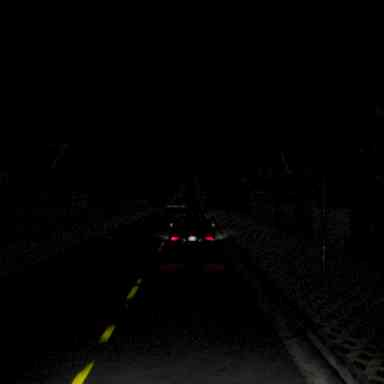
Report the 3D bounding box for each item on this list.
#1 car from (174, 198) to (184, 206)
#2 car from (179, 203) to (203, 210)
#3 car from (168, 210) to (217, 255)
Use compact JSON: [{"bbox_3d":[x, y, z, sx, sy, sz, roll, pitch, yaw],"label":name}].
[{"bbox_3d":[-2.697,2.073,71.604,2.097,1.767,4.553,0,0,0],"label":"car"},{"bbox_3d":[0.024,1.904,29.094,1.895,1.301,4.718,0,-1,0],"label":"car"},{"bbox_3d":[0.012,1.683,13.957,2.033,1.411,5.357,0,-1,0],"label":"car"}]
